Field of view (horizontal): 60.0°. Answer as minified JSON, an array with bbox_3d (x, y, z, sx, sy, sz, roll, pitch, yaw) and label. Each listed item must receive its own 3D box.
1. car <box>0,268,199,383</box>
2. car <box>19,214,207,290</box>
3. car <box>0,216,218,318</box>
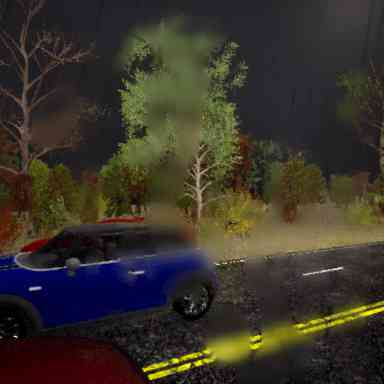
[{"bbox_3d":[-2.107,1.573,1.807,4.181,1.385,1.994,0,0,-30],"label":"car"},{"bbox_3d":[-2.197,1.531,9.707,5.008,1.535,1.882,0,-1,-28],"label":"car"},{"bbox_3d":[-1.847,1.369,5.957,4.553,1.767,2.097,0,0,-29],"label":"car"}]
